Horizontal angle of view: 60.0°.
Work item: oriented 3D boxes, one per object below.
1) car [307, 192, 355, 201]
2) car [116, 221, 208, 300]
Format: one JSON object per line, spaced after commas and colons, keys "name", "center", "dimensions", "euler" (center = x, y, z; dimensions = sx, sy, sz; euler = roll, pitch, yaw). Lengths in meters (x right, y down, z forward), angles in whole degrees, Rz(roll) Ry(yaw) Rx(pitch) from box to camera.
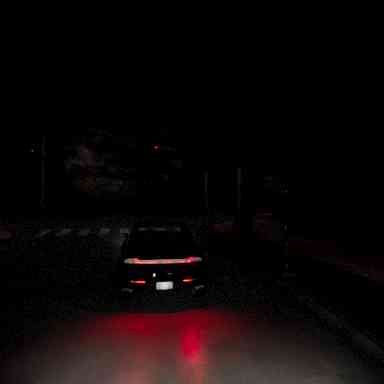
{"name": "car", "center": [13.234, 1.063, 32.390], "dimensions": [5.566, 2.045, 2.150], "euler": [0, 0, -12]}
{"name": "car", "center": [-0.841, 1.491, 8.461], "dimensions": [2.128, 1.511, 4.902], "euler": [0, 0, -8]}
